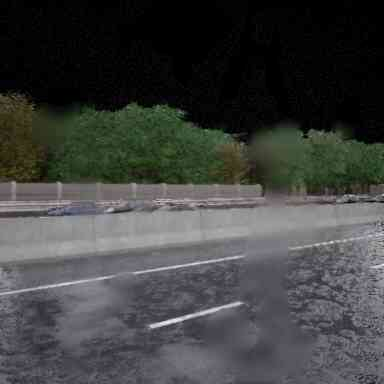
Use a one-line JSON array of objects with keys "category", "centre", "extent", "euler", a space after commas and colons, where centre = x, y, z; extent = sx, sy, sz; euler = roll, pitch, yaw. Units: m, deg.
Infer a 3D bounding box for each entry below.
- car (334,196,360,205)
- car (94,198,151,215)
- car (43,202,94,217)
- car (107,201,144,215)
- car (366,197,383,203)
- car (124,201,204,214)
[{"category": "car", "centre": [23.835, 1.295, 51.026], "extent": [4.902, 1.511, 2.128], "euler": [-1, 0, -35]}, {"category": "car", "centre": [-4.937, 1.340, 26.257], "extent": [4.553, 1.767, 2.097], "euler": [0, 0, -35]}, {"category": "car", "centre": [-9.263, 1.540, 27.477], "extent": [5.357, 1.411, 2.033], "euler": [0, 0, -35]}, {"category": "car", "centre": [-3.352, 1.553, 23.090], "extent": [4.181, 1.385, 1.994], "euler": [0, 0, -35]}, {"category": "car", "centre": [27.998, 1.383, 49.686], "extent": [4.718, 1.301, 1.895], "euler": [-1, 0, -35]}, {"category": "car", "centre": [-1.310, 1.494, 20.248], "extent": [4.892, 1.490, 1.837], "euler": [0, 0, -35]}]
